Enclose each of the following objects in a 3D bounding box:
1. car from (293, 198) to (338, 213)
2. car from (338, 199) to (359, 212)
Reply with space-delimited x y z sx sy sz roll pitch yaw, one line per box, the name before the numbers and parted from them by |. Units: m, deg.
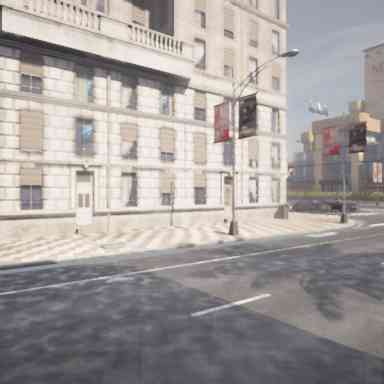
car | 13.398 1.554 36.913 1.994 1.385 4.181 0 0 -36
car | 16.630 1.467 38.454 1.882 1.535 5.008 0 0 -36
